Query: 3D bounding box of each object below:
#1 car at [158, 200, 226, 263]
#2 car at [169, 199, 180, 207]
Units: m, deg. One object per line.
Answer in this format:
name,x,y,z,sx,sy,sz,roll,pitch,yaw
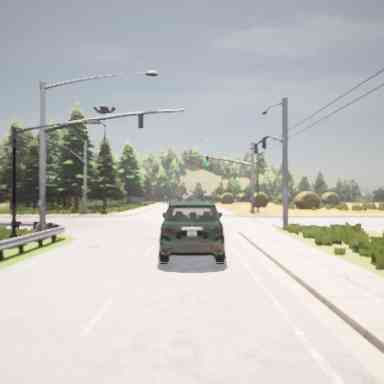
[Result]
car,0.008,1.346,12.566,2.150,2.045,5.566,0,0,0
car,-3.516,2.189,66.115,1.994,1.385,4.181,0,0,0
